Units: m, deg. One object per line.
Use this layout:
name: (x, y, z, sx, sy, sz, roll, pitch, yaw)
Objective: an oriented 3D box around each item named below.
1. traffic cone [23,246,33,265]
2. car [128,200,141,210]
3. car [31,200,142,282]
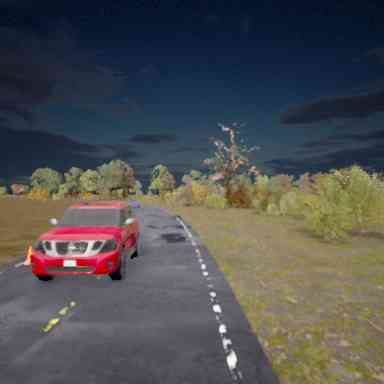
traffic cone: (-5.361, 2.092, 11.063, 0.340, 0.580, 0.340, 0, -1, -2)
car: (-9.611, 2.132, 55.503, 1.882, 1.535, 5.008, 0, -1, -11)
car: (-2.962, 1.352, 10.564, 2.150, 2.045, 5.566, 0, -1, -2)
